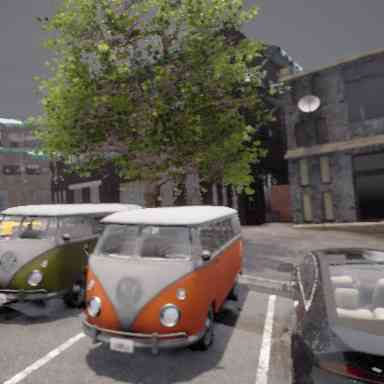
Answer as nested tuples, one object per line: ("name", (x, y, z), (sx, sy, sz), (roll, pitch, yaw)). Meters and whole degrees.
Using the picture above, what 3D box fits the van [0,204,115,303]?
("van", (-2.673, 1.277, 7.854), (1.878, 1.987, 4.442), (0, -1, 16))

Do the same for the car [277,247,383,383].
("car", (2.253, 1.489, 4.416), (2.231, 1.521, 4.892), (0, -1, 16))

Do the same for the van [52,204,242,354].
("van", (-0.218, 1.269, 6.082), (1.878, 1.987, 4.442), (0, -1, 16))
